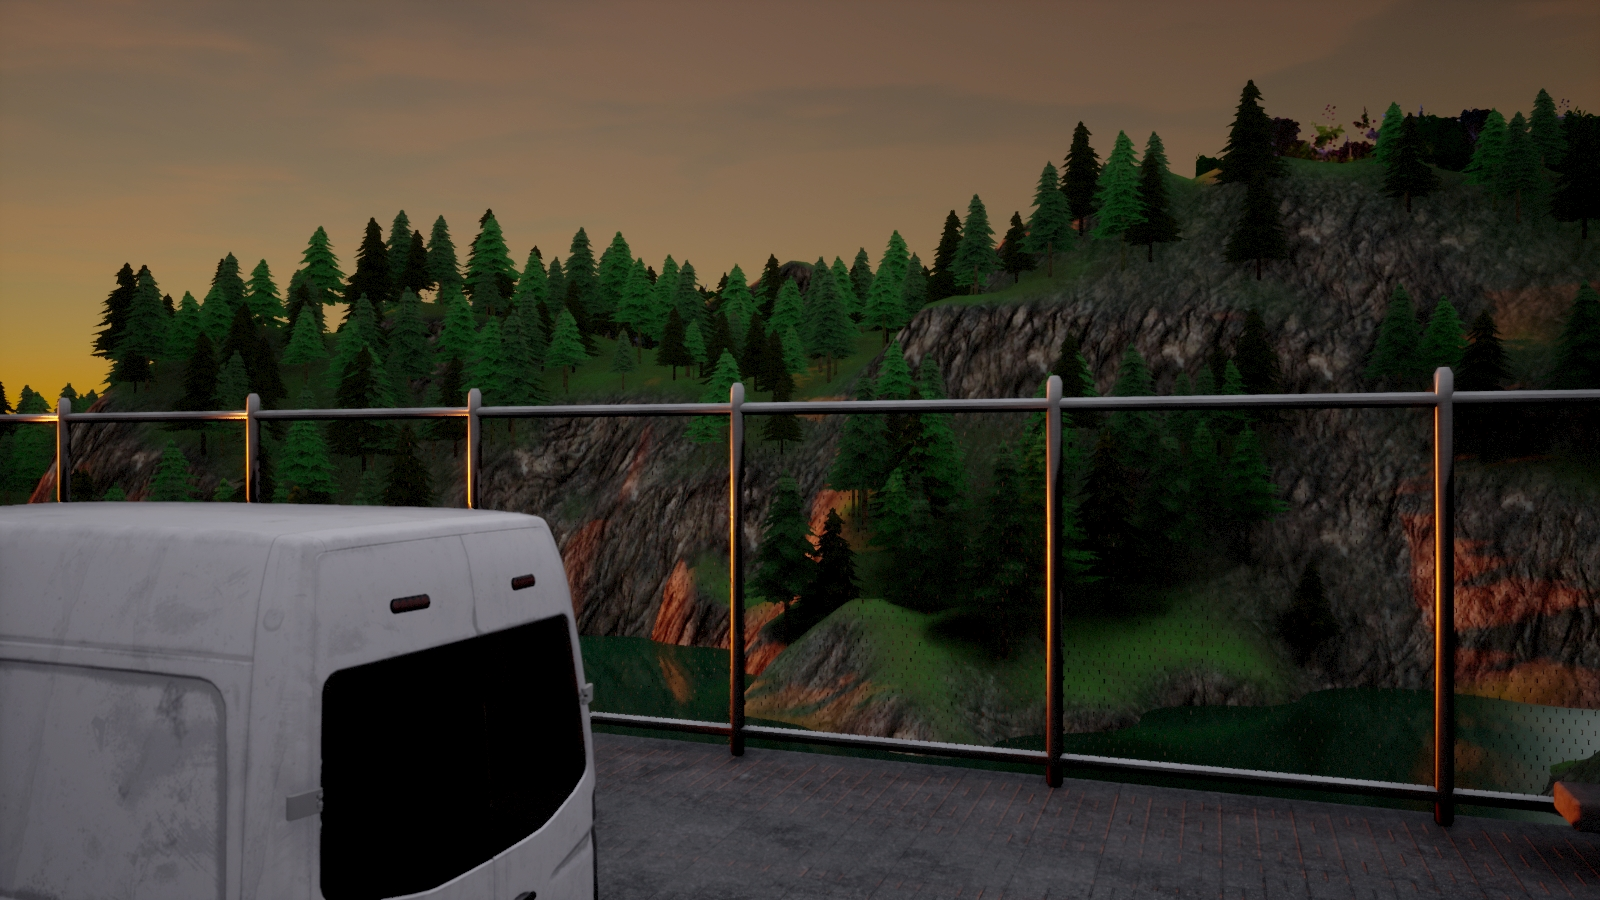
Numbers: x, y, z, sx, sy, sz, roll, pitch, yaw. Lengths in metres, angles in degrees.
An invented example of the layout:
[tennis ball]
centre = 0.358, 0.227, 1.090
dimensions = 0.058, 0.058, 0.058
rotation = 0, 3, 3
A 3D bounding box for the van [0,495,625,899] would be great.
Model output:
[van]
centre = -3.914, 1.537, 5.253
dimensions = 5.915, 2.561, 1.988
rotation = 0, 0, 20
